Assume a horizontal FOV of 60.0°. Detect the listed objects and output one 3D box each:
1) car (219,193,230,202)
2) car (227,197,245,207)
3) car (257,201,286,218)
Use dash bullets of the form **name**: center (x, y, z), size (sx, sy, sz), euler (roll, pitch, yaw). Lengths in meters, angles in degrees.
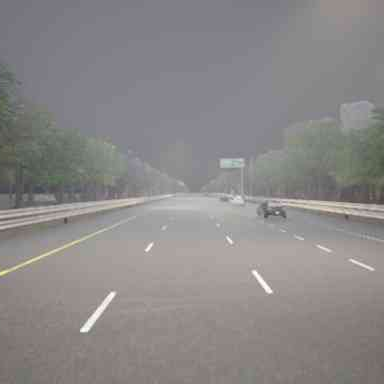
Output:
- **car**: center (7.319, 1.501, 77.168), size (1.882, 1.535, 5.008), euler (0, 0, 0)
- **car**: center (7.146, 1.559, 52.449), size (1.812, 1.442, 4.674), euler (0, 0, 0)
- **car**: center (7.045, 1.548, 29.673), size (1.812, 1.442, 4.674), euler (0, 0, 0)
